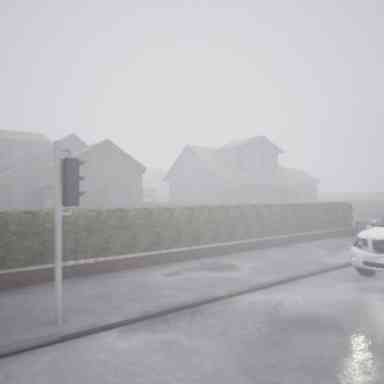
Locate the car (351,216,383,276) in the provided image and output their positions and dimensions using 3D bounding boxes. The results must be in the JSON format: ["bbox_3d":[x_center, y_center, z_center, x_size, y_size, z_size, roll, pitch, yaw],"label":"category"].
[{"bbox_3d":[7.012,1.386,10.018,5.566,2.045,2.150,0,-2,-38],"label":"car"}]
